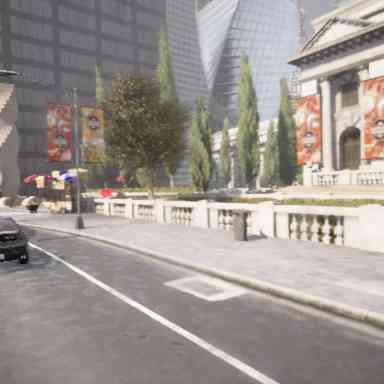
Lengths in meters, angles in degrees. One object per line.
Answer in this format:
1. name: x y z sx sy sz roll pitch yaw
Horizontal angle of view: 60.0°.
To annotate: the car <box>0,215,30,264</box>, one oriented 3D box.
1. car: -6.713 1.502 10.826 1.837 1.490 4.892 -2 1 -39
